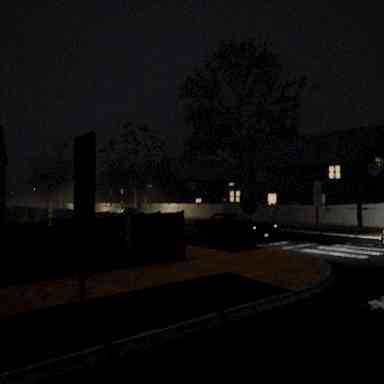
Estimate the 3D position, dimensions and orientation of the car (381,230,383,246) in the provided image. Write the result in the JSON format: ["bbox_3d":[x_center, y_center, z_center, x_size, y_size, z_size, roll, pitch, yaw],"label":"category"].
[{"bbox_3d":[8.501,1.416,11.345,1.882,1.535,5.008,1,-1,3],"label":"car"}]

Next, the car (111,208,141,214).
[{"bbox_3d":[-5.330,2.048,28.201,2.033,1.411,5.357,0,-1,-35],"label":"car"}]

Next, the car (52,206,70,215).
[{"bbox_3d":[-18.022,2.606,46.232,1.994,1.385,4.181,0,-2,-35],"label":"car"}]

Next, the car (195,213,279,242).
[{"bbox_3d":[2.240,1.784,17.536,1.895,1.301,4.718,0,-1,-35],"label":"car"}]
